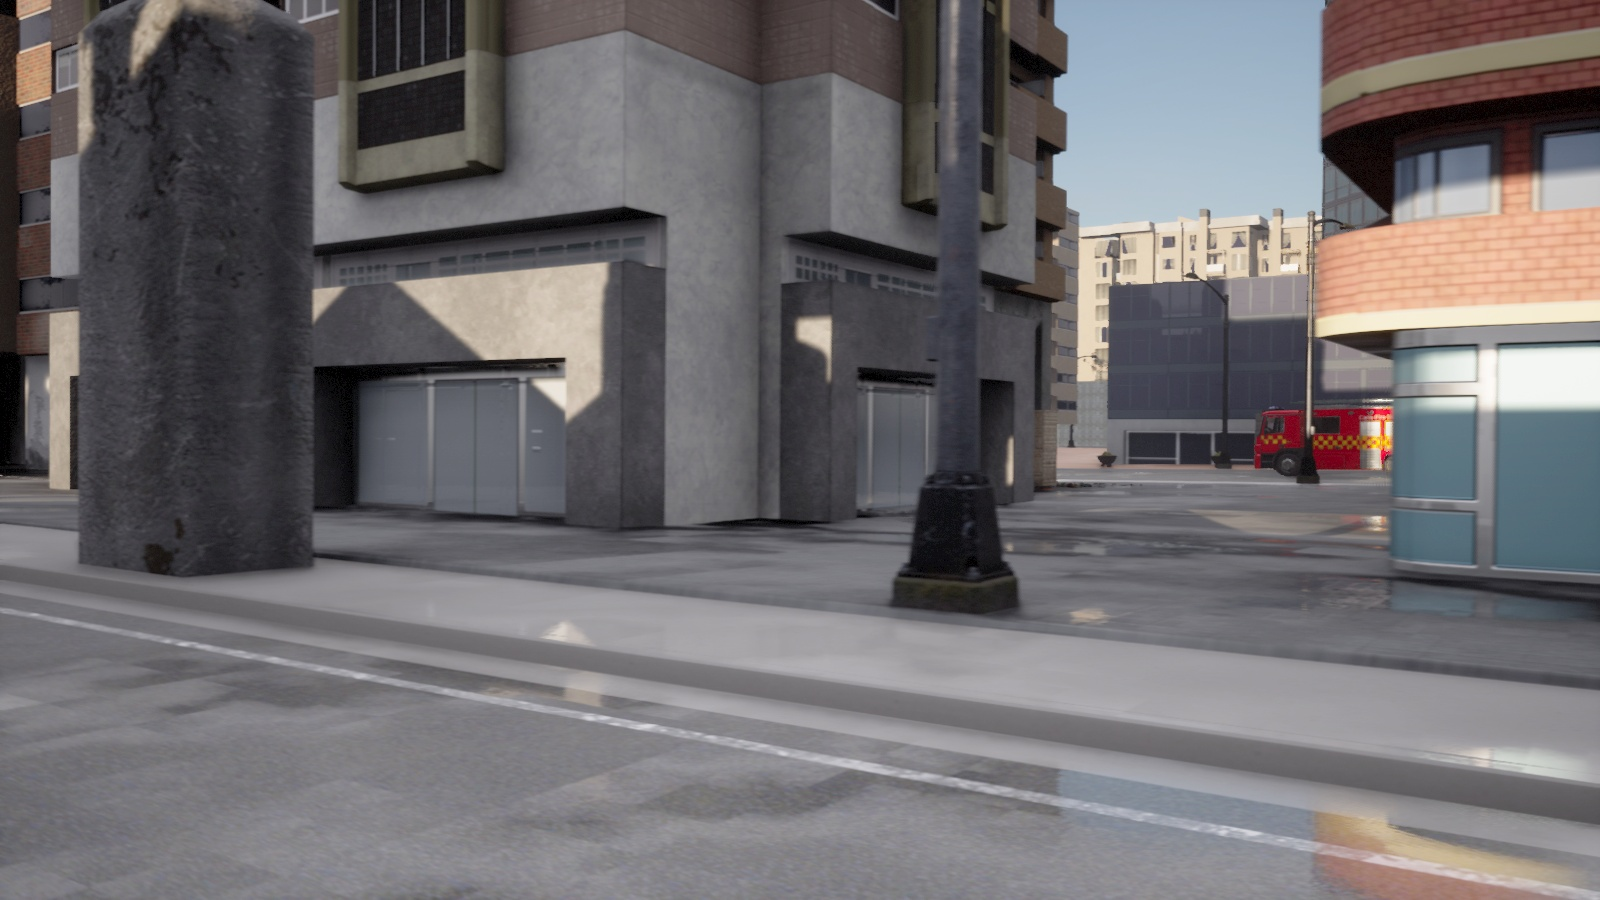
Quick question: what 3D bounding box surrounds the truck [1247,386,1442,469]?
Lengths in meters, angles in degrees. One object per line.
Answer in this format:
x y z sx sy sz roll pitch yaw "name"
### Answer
27.022 -1.057 62.493 8.468 3.827 2.891 -1 0 33 "truck"
